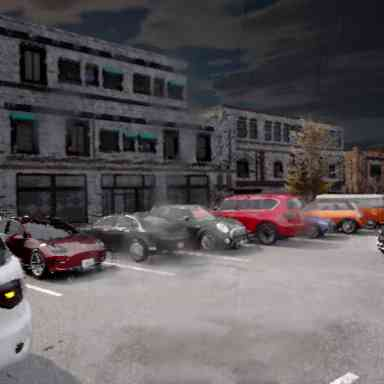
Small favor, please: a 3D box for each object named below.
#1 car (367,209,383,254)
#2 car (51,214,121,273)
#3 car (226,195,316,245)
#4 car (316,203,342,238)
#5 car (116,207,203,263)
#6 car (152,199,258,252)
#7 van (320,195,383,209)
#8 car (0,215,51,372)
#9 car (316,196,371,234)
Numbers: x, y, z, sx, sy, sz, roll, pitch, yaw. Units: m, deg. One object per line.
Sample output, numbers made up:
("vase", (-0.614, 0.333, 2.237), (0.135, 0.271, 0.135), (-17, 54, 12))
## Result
("car", (8.529, 1.439, 11.912), (4.892, 1.490, 1.837), (0, 0, -35))
("car", (-4.723, 1.504, 10.182), (4.792, 1.488, 2.163), (-1, -1, 35))
("car", (2.389, 1.179, 15.331), (5.566, 2.045, 2.435), (-1, 0, 35))
("car", (4.806, 1.458, 17.022), (4.674, 1.452, 2.002), (-1, -1, 35))
("car", (-2.355, 1.459, 11.902), (4.892, 1.521, 2.231), (-1, 0, 35))
("car", (0.006, 1.317, 13.638), (4.553, 1.767, 2.185), (-1, -1, 34))
("van", (9.480, 1.173, 20.490), (4.442, 1.987, 1.878), (-1, 0, 35))
("car", (-4.380, 1.236, 2.693), (5.566, 2.045, 2.150), (0, 0, -36))
("car", (7.215, 1.280, 18.703), (4.553, 1.767, 2.185), (-1, 0, 34))
